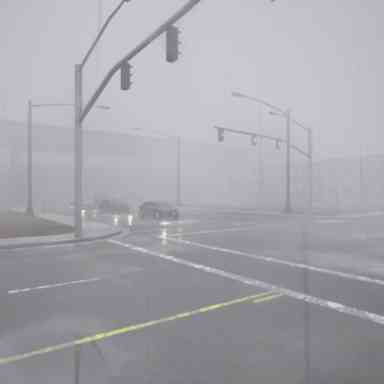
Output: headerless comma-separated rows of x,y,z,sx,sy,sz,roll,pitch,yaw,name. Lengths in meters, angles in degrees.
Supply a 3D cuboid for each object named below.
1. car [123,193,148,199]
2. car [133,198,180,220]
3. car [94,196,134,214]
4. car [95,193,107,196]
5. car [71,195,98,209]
-12.223,1.243,69.332,2.150,2.045,5.566,0,0,30,car
-2.903,1.514,28.414,1.837,1.490,4.892,0,0,-36,car
-8.481,1.487,35.987,1.882,1.535,5.008,0,0,-36,car
-14.904,1.235,54.547,2.150,2.045,5.566,0,0,-11,car
-14.279,1.535,44.276,1.812,1.442,4.674,0,0,-32,car
